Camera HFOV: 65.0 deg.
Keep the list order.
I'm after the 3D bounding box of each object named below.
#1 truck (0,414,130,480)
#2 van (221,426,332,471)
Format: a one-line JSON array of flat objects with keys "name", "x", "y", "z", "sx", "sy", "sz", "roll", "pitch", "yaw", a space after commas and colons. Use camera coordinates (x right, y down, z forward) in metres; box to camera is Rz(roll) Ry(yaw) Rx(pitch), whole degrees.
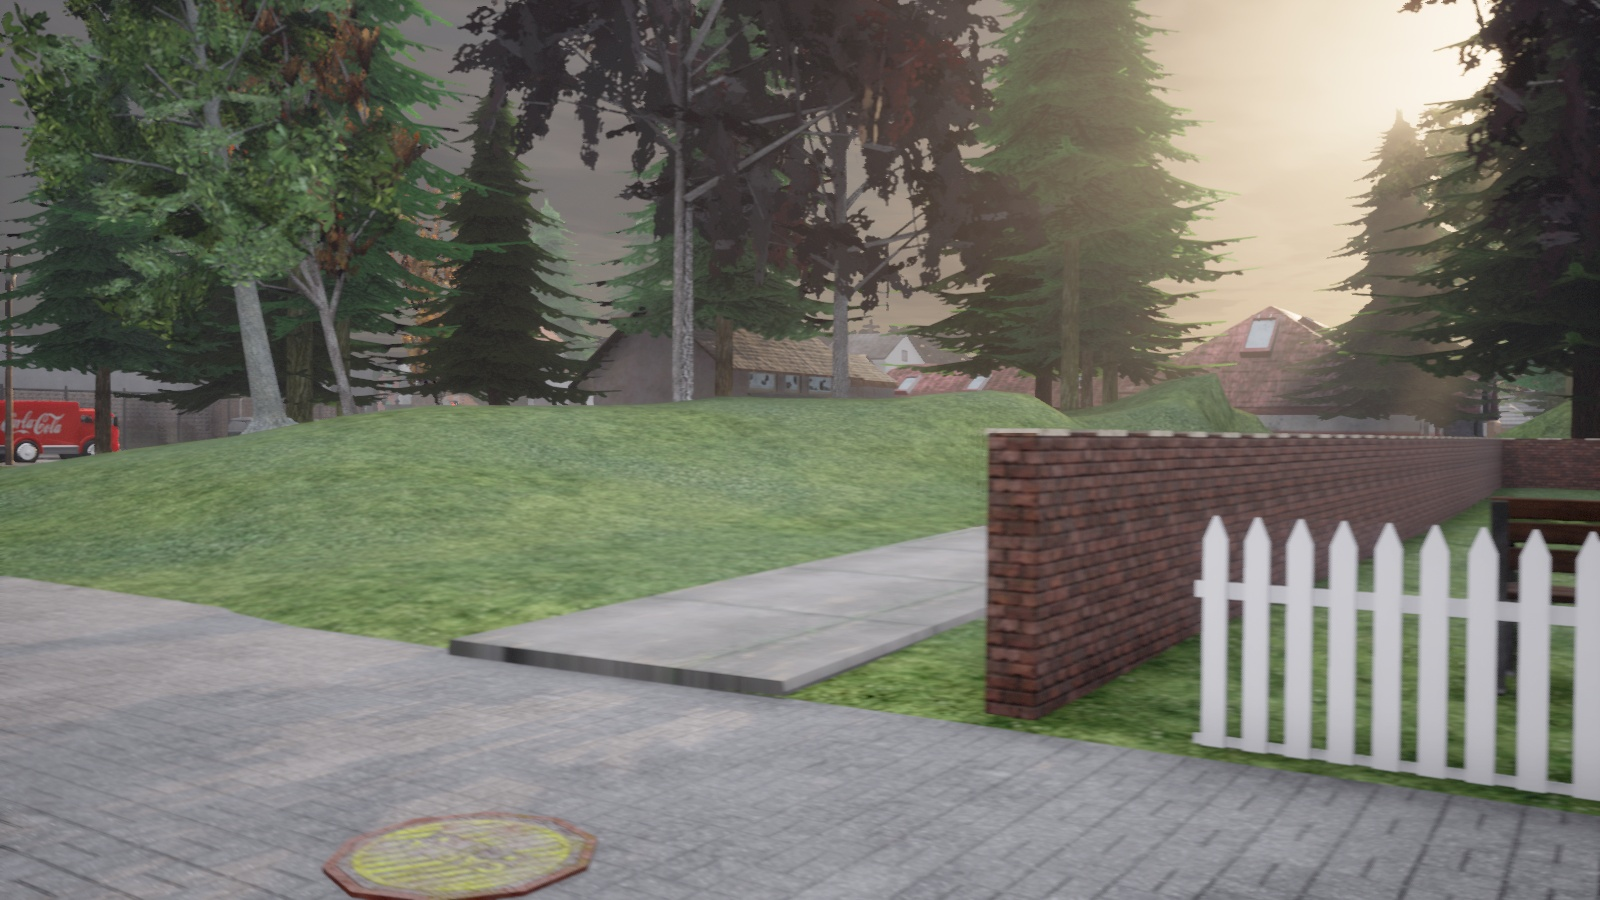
[{"name": "truck", "x": -29.614, "y": -0.158, "z": 49.265, "sx": 2.627, "sy": 2.467, "sz": 5.204, "roll": 0, "pitch": 1, "yaw": 34}, {"name": "van", "x": -23.994, "y": -0.086, "z": 57.722, "sx": 1.775, "sy": 1.987, "sz": 4.442, "roll": 0, "pitch": 1, "yaw": 33}]
